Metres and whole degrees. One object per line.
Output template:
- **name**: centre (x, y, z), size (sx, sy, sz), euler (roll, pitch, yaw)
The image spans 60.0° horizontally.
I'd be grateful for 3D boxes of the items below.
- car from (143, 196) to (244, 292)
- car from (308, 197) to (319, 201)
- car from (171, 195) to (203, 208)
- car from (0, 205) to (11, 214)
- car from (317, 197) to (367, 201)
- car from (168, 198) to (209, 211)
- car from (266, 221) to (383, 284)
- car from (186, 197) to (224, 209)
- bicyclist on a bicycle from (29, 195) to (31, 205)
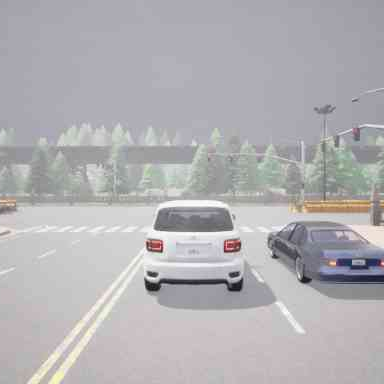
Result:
- **car**: centre (0.061, 1.221, 9.106), size (2.150, 2.045, 5.566), euler (0, 0, 1)
- **car**: centre (18.628, 1.491, 47.825), size (4.902, 1.511, 2.128), euler (0, 0, 0)
- **car**: centre (-0.690, 1.352, 47.919), size (4.553, 1.767, 2.097), euler (0, 0, 0)
- **car**: centre (-21.487, 1.547, 33.824), size (5.357, 1.411, 2.033), euler (0, 0, 0)
- **car**: centre (18.334, 1.601, 40.826), size (4.718, 1.301, 1.895), euler (0, 0, 0)
- **car**: centre (-0.441, 1.491, 40.919), size (4.902, 1.511, 2.128), euler (0, 0, 0)
- **car**: centre (3.570, 1.547, 9.597), size (2.033, 1.411, 5.357), euler (0, 0, 0)
- **car**: centre (1.705, 1.477, 44.409), size (5.008, 1.535, 1.882), euler (0, 0, 0)
- **bicyclist on a bicycle**: centre (-27.050, 1.300, 55.834), size (0.582, 1.620, 1.656), euler (0, 0, 0)
